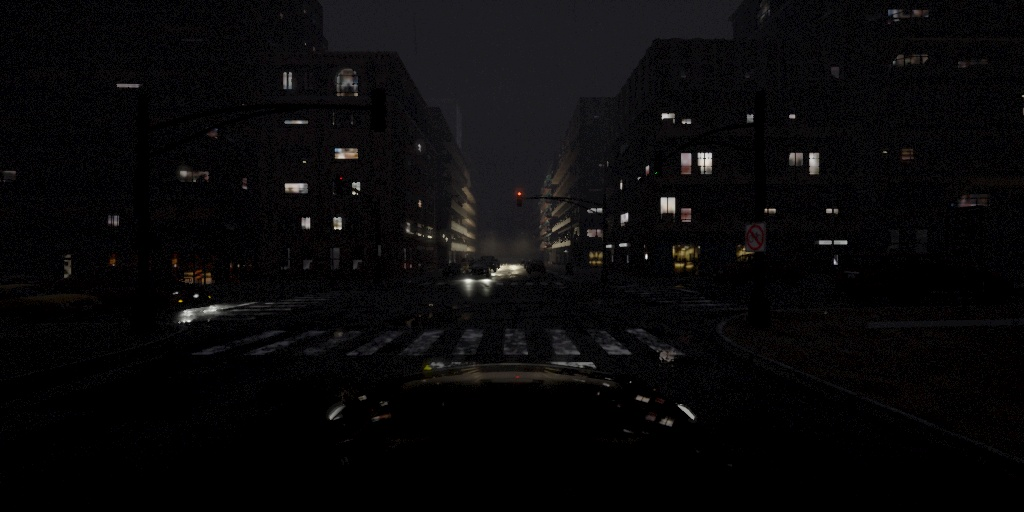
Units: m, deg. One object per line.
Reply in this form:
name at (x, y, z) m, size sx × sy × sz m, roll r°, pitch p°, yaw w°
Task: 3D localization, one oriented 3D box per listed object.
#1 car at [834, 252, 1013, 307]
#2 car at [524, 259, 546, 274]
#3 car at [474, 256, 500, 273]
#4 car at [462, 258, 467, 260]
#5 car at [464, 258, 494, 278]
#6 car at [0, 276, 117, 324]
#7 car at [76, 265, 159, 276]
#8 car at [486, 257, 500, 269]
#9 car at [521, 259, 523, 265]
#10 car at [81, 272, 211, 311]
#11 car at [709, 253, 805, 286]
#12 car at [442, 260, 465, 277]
car at (14.730, 0.775, 13.054) m, size 5.009 × 1.841 × 2.192 m, roll 0°, pitch 0°, yaw 0°
car at (2.759, 1.198, 40.803) m, size 1.967 × 1.591 × 4.097 m, roll 0°, pitch 0°, yaw 0°
car at (-3.023, 0.983, 44.737) m, size 2.150 × 2.045 × 5.566 m, roll 0°, pitch 0°, yaw 0°
car at (-5.621, 1.283, 40.646) m, size 1.751 × 1.417 × 4.829 m, roll 0°, pitch 0°, yaw 0°
car at (-3.044, 1.233, 34.119) m, size 1.882 × 1.535 × 5.008 m, roll 0°, pitch 0°, yaw 0°
car at (-17.611, 1.585, 12.829) m, size 4.829 × 1.417 × 1.751 m, roll 0°, pitch 0°, yaw 0°
car at (-23.565, 1.462, 21.136) m, size 5.009 × 1.841 × 2.192 m, roll 0°, pitch 0°, yaw 0°
car at (-2.980, 1.118, 57.173) m, size 2.097 × 1.767 × 4.553 m, roll 0°, pitch 0°, yaw 0°
car at (2.790, 1.348, 57.851) m, size 1.802 × 1.307 × 4.207 m, roll 0°, pitch 0°, yaw 0°
car at (-15.619, 1.579, 15.444) m, size 4.181 × 1.385 × 1.994 m, roll -1°, pitch 0°, yaw -1°
car at (14.610, 0.759, 21.433) m, size 5.009 × 1.841 × 2.192 m, roll 0°, pitch 0°, yaw 0°
car at (-5.631, 1.322, 35.134) m, size 1.948 × 1.339 × 4.313 m, roll 0°, pitch 0°, yaw 0°
